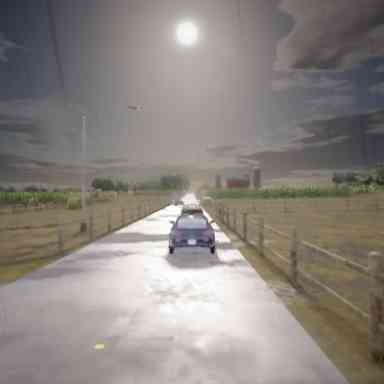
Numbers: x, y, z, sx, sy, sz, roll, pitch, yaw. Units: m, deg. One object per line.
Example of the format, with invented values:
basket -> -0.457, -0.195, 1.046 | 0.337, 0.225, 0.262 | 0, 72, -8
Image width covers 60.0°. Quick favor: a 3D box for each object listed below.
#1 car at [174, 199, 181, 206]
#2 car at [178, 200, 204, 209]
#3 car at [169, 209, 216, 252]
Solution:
car -> -2.730, 2.246, 70.935 | 1.895, 1.301, 4.718 | 0, 0, 0
car -> 0.013, 1.766, 29.481 | 1.882, 1.535, 5.008 | 0, 0, 0
car -> 0.008, 1.665, 14.381 | 1.812, 1.442, 4.674 | 0, 0, 0
